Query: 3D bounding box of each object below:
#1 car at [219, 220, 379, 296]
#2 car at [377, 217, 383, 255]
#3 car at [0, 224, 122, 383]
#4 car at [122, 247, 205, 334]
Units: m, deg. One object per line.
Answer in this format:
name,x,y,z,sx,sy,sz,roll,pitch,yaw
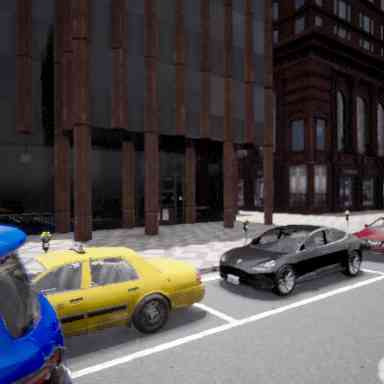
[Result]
car,2.679,1.532,8.559,4.313,1.339,1.947,0,0,-35
car,7.269,1.522,11.831,4.206,1.307,1.802,0,0,-35
car,-3.279,1.232,1.041,5.566,2.045,2.150,0,0,-35
car,-2.049,1.519,5.188,4.829,1.417,1.752,0,0,-35
